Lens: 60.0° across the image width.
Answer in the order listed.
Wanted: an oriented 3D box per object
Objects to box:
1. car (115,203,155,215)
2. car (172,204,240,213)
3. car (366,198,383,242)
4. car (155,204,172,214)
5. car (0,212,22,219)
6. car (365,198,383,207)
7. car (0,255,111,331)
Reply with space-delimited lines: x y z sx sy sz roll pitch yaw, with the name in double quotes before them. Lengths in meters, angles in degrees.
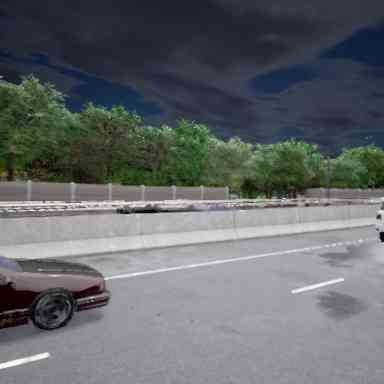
"car" -4.586 1.679 30.642 4.718 1.301 1.895 0 0 -35
"car" 1.463 1.637 26.323 5.357 1.411 2.033 0 0 -35
"car" 10.772 1.310 15.501 5.566 2.045 2.150 1 -1 -35
"car" -0.514 1.691 29.212 4.718 1.301 1.895 0 0 -35
"car" -9.903 1.503 14.151 4.892 1.490 1.837 0 0 -35
"car" 30.829 1.709 55.228 4.674 1.442 1.812 0 0 -34
"car" -4.095 1.543 5.158 5.357 1.411 2.033 0 0 -35
